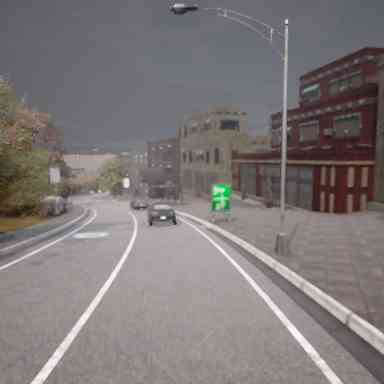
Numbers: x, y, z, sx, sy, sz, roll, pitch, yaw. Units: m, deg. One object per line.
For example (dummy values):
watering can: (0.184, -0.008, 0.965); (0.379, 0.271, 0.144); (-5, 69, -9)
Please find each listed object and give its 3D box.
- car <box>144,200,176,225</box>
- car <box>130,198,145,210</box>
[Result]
car: (-2.179, 1.462, 23.390); (1.812, 1.442, 4.674); (-1, 0, -9)
car: (-6.622, 1.507, 41.629); (1.994, 1.385, 4.181); (-2, 0, -17)
